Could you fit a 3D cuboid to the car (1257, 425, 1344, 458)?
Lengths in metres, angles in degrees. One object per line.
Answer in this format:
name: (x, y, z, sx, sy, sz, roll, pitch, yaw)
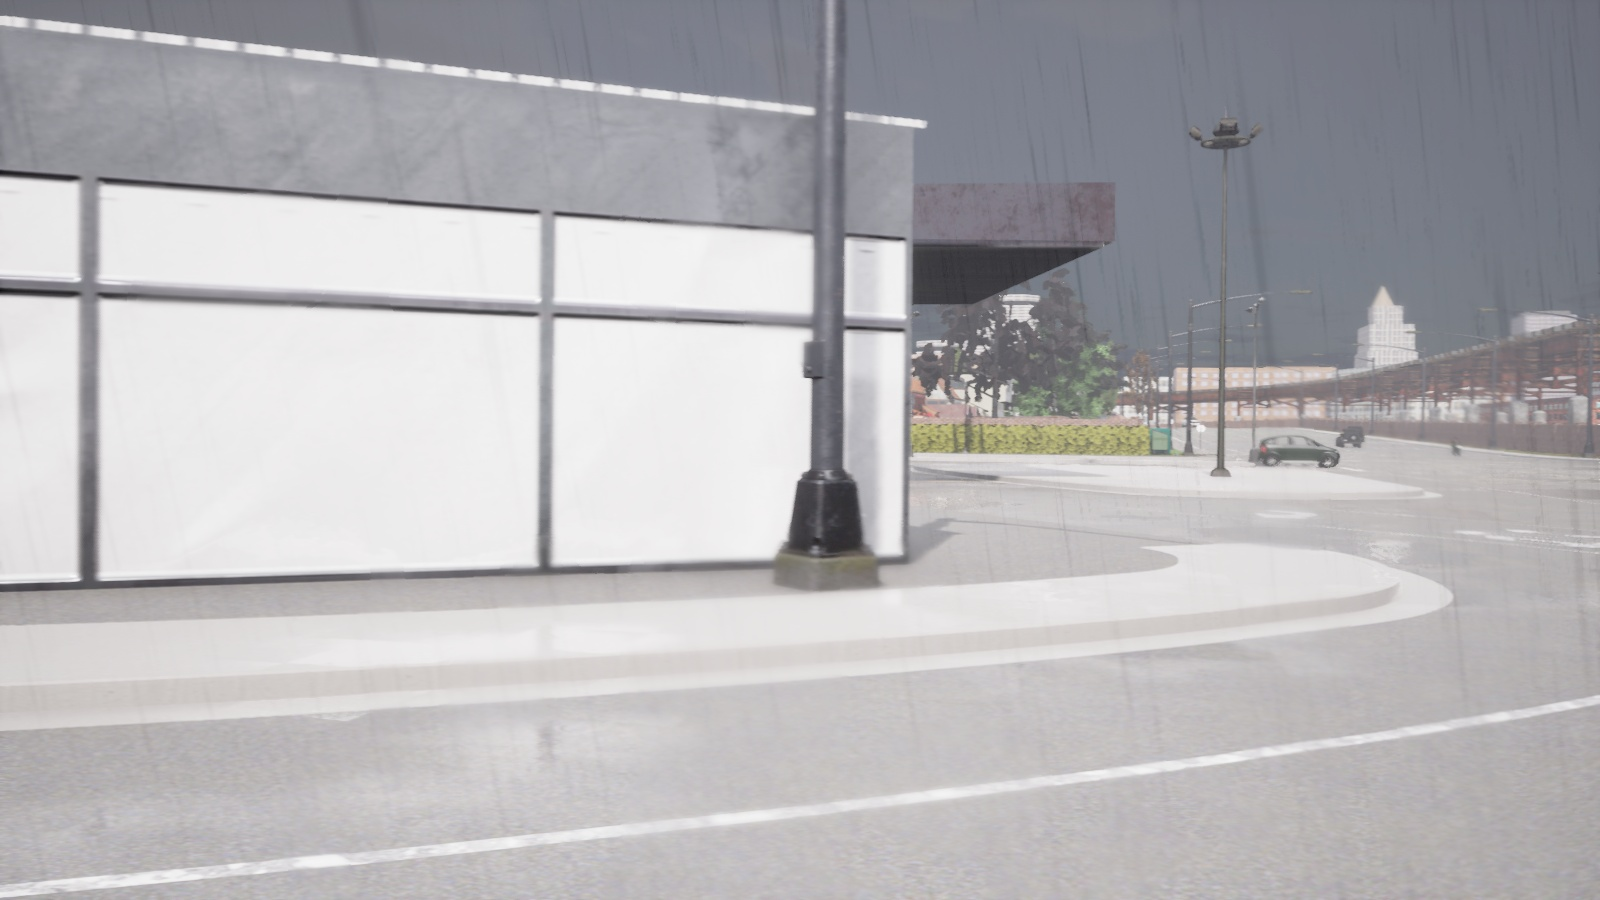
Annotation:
car: (24.235, -0.432, 60.958, 3.705, 1.549, 1.789, 0, 1, 14)
